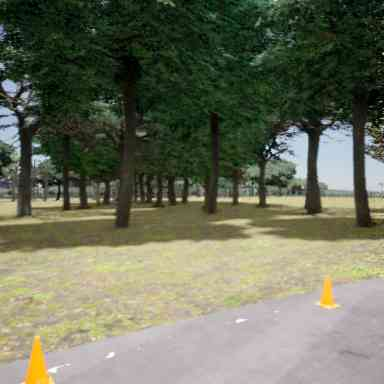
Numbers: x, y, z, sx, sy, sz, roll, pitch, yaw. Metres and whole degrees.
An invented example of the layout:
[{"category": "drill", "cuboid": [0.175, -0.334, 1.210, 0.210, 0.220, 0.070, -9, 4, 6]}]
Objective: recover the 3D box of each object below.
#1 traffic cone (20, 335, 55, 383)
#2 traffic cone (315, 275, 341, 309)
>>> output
[{"category": "traffic cone", "cuboid": [-1.758, 1.934, 3.785, 0.340, 0.580, 0.340, 0, 0, -34]}, {"category": "traffic cone", "cuboid": [2.665, 1.927, 6.526, 0.340, 0.580, 0.340, 0, 0, -29]}]
